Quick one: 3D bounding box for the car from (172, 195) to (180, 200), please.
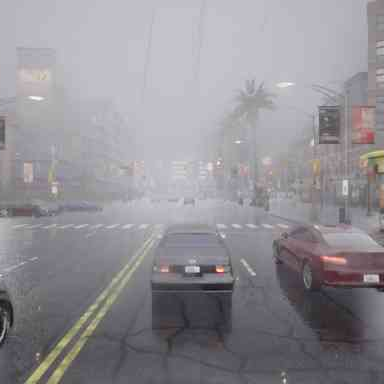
[{"bbox_3d":[-4.326,1.500,90.963,1.837,1.490,4.892,0,0,-1],"label":"car"}]

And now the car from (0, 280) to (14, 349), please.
[{"bbox_3d":[-3.625,1.564,3.246,1.994,1.385,4.181,0,0,-1],"label":"car"}]

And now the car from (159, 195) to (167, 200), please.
[{"bbox_3d":[-7.824,1.595,90.598,1.895,1.301,4.718,0,0,-1],"label":"car"}]

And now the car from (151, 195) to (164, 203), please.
[{"bbox_3d":[-7.643,1.524,71.178,1.812,1.442,4.674,0,0,-1],"label":"car"}]

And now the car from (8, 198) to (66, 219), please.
[{"bbox_3d":[-13.811,1.352,29.105,4.553,1.767,2.097,0,0,23],"label":"car"}]

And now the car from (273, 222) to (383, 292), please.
[{"bbox_3d":[3.498,1.526,8.805,1.812,1.442,4.674,0,0,0],"label":"car"}]

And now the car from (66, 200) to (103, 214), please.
[{"bbox_3d":[-11.839,1.526,35.139,4.674,1.442,1.812,0,0,-8],"label":"car"}]

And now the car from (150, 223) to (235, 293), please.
[{"bbox_3d":[-0.001,1.547,8.961,2.033,1.411,5.357,0,0,0],"label":"car"}]

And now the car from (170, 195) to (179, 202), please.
[{"bbox_3d":[-4.232,1.524,80.913,1.812,1.442,4.674,0,0,-1],"label":"car"}]

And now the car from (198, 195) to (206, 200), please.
[{"bbox_3d":[2.682,1.524,90.240,1.812,1.442,4.674,0,0,-1],"label":"car"}]

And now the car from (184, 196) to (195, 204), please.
[{"bbox_3d":[-0.493,1.491,61.615,2.128,1.511,4.902,0,0,0],"label":"car"}]

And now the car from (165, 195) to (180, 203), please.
[{"bbox_3d":[-4.148,1.478,71.718,1.882,1.535,5.008,0,0,-1],"label":"car"}]
